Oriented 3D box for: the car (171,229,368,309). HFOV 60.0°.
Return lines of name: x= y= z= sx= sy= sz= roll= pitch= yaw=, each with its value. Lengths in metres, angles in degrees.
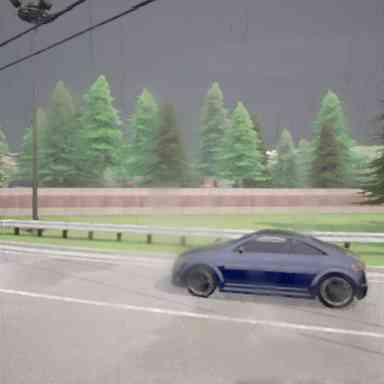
car: x=1.653 y=1.561 z=7.607 sx=4.181 sy=1.385 sz=1.994 roll=0 pitch=0 yaw=16
